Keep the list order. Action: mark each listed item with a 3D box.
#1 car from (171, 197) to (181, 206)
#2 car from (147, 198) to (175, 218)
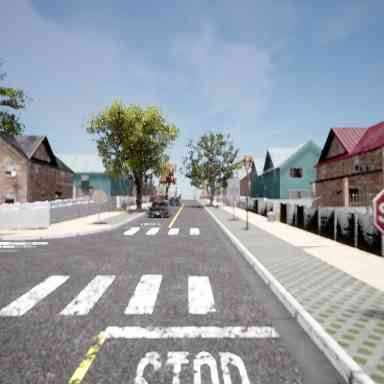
[{"bbox_3d":[-2.877,1.601,56.206,1.837,1.490,4.892,0,0,0],"label":"car"},{"bbox_3d":[-2.816,1.542,29.528,1.837,1.490,4.892,0,0,0],"label":"car"}]
